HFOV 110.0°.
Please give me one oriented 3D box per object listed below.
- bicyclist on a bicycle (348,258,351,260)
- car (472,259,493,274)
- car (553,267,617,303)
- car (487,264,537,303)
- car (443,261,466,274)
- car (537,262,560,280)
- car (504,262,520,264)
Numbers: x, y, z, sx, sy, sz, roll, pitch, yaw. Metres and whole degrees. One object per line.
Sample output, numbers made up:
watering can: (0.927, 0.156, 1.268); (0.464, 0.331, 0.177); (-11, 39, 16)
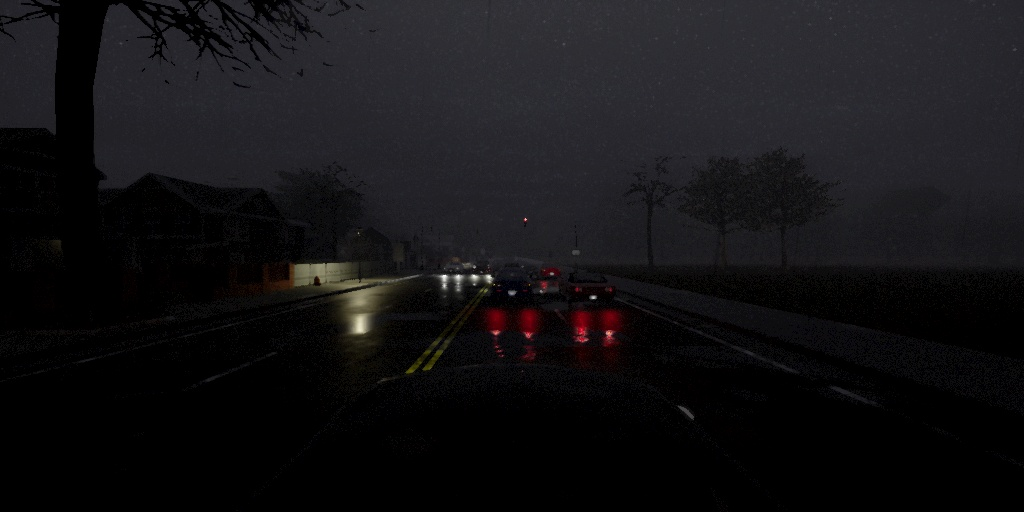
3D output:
bicyclist on a bicycle: (-24.639, 1.087, 54.407); (0.582, 1.620, 1.656); (0, 0, 0)
car: (-3.250, 1.153, 40.529); (2.097, 1.767, 4.553); (0, 0, 0)
car: (3.250, 1.365, 16.530); (1.895, 1.301, 4.718); (0, 0, 0)
car: (0.000, 1.282, 16.500); (1.812, 1.442, 4.674); (0, 0, 0)
car: (-6.500, 1.309, 40.500); (1.812, 1.442, 4.674); (0, 0, 0)
car: (3.250, 1.282, 31.500); (1.812, 1.442, 4.674); (0, 0, 0)
car: (0.000, 1.265, 31.500); (1.837, 1.490, 4.892); (0, 0, 0)
